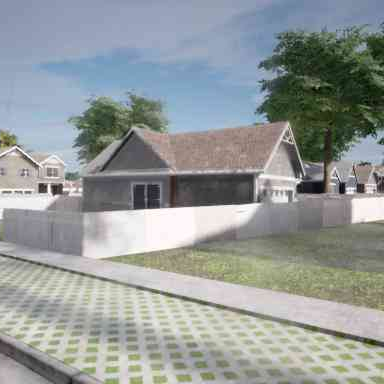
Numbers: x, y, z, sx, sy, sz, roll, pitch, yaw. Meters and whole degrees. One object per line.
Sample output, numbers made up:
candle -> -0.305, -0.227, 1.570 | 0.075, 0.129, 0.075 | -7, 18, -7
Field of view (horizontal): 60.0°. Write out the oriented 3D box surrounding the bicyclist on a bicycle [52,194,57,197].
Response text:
bicyclist on a bicycle -> -13.035, 1.029, 31.551 | 1.656, 1.620, 0.582 | 0, 1, 34
